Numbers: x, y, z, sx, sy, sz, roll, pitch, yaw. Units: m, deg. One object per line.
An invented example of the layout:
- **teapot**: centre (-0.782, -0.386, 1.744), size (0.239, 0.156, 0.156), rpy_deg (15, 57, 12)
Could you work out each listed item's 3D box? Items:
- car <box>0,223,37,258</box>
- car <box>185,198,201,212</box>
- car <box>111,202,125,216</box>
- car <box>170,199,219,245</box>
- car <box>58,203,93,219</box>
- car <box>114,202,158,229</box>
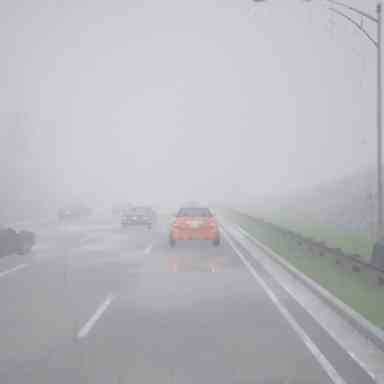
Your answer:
- **car**: centre (-6.907, 1.587, 10.403), size (2.033, 1.411, 5.357), rpy_deg (0, 0, 0)
- **car**: centre (0.090, 1.602, 42.806), size (1.882, 1.535, 5.008), rpy_deg (0, 0, 0)
- **car**: centre (-6.908, 1.710, 34.420), size (1.895, 1.301, 4.718), rpy_deg (0, 0, 0)
- **car**: centre (0.099, 1.398, 15.856), size (2.097, 1.767, 4.553), rpy_deg (0, 0, 0)
- **car**: centre (-10.406, 1.665, 29.885), size (1.994, 1.385, 4.181), rpy_deg (0, 0, 0)
- **car**: centre (-3.406, 1.617, 22.282), size (2.033, 1.411, 5.357), rpy_deg (0, 0, 0)
